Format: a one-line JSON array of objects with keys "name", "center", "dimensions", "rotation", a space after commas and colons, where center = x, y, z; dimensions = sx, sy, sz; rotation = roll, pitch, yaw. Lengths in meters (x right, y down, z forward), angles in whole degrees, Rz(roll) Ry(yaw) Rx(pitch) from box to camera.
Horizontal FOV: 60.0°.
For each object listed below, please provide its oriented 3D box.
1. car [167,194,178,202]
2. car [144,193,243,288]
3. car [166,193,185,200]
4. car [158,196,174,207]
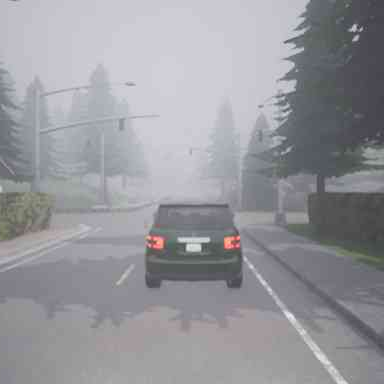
[{"name": "car", "center": [-3.743, 1.123, 63.449], "dimensions": [2.128, 1.511, 4.902], "rotation": [0, 0, -4]}, {"name": "car", "center": [0.052, 1.167, 9.205], "dimensions": [2.150, 2.045, 5.566], "rotation": [0, 0, 0]}, {"name": "car", "center": [-3.820, 1.046, 74.418], "dimensions": [1.882, 1.535, 5.008], "rotation": [0, 0, -35]}, {"name": "car", "center": [-3.642, 1.289, 47.273], "dimensions": [1.994, 1.385, 4.181], "rotation": [0, 0, 0]}]
